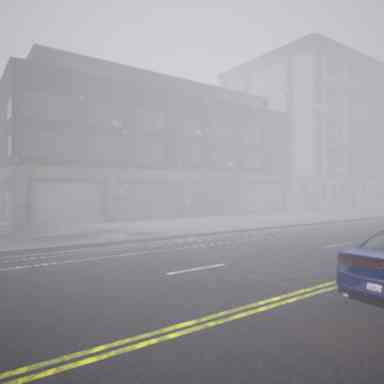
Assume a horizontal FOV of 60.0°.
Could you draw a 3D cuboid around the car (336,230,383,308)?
[{"bbox_3d":[5.106,1.461,7.081,5.008,1.535,1.882,0,0,-35],"label":"car"}]
